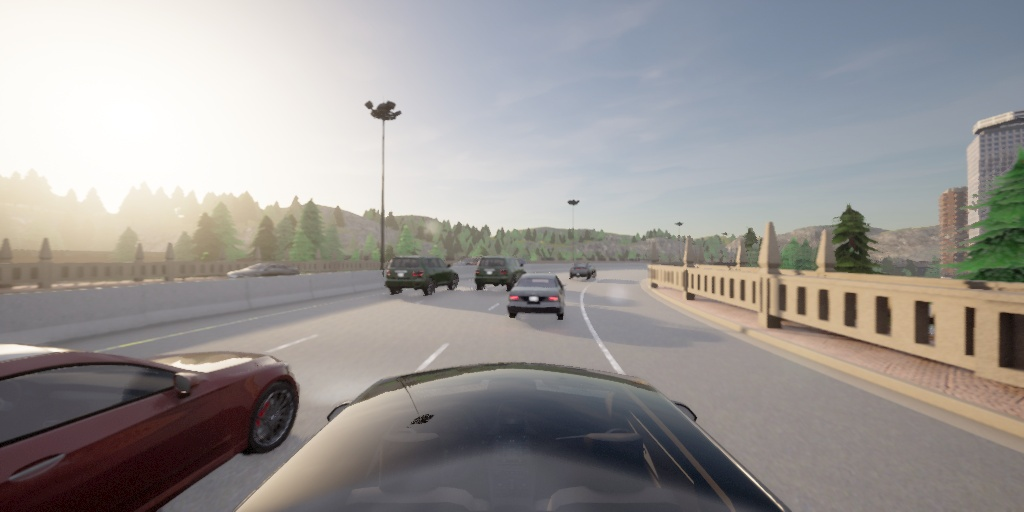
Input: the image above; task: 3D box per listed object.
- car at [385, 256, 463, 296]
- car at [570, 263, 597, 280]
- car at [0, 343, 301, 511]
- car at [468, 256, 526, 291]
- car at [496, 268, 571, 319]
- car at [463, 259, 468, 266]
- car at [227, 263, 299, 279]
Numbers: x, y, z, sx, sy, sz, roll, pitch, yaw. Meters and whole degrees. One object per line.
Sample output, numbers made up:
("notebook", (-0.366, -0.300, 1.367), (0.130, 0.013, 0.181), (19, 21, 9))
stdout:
("car", (-4.832, 1.015, 19.921), (2.150, 2.045, 5.566), (0, 0, 12))
("car", (6.653, 1.398, 33.335), (2.128, 1.511, 4.902), (0, 0, 22))
("car", (-3.307, 1.258, 2.118), (1.812, 1.442, 4.674), (0, 0, 0))
("car", (-0.611, 1.045, 22.639), (2.150, 2.045, 5.566), (0, 0, 14))
("car", (1.015, 1.336, 13.155), (2.033, 1.411, 5.357), (0, 0, 9))
("car", (-5.748, 1.424, 40.381), (1.837, 1.490, 4.892), (0, -1, 24))
("car", (-17.918, 1.267, 26.046), (2.128, 1.511, 4.902), (0, 0, 14))
